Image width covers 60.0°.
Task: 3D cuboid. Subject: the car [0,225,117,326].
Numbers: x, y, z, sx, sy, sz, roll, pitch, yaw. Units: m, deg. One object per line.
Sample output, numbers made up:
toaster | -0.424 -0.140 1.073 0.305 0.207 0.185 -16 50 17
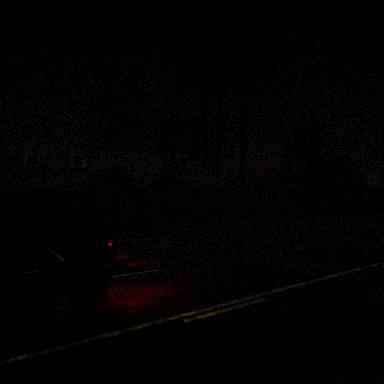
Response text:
car | -3.836 1.522 5.552 4.892 1.490 1.837 0 0 -36

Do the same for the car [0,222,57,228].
car | -4.837 1.573 9.140 5.357 1.411 2.033 0 0 -36
